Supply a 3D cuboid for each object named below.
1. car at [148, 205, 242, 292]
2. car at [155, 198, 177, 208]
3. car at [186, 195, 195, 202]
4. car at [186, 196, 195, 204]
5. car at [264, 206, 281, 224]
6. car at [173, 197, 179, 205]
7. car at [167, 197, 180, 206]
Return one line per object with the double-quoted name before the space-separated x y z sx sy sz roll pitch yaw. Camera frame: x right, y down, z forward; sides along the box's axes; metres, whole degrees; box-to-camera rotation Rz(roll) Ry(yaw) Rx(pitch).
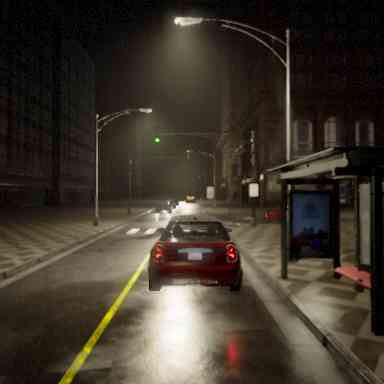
"car" 0.060 1.405 9.217 2.097 1.767 4.553 0 0 0
"car" -3.280 1.735 40.086 2.033 1.411 5.357 0 0 0
"car" -0.365 1.617 80.087 1.882 1.535 5.008 0 0 0
"car" -0.320 1.870 70.111 1.895 1.301 4.718 0 0 0
"car" 7.443 1.642 24.496 4.181 1.385 1.994 0 -1 -5
"car" -3.319 1.715 50.031 2.128 1.511 4.902 0 0 0
"car" -3.321 1.747 60.385 2.128 1.511 4.902 0 0 0
